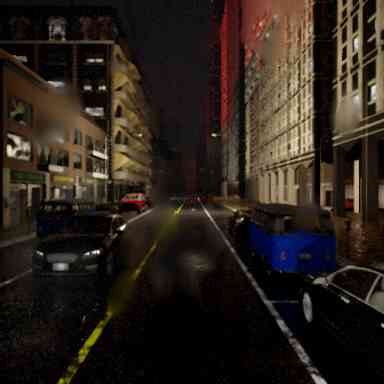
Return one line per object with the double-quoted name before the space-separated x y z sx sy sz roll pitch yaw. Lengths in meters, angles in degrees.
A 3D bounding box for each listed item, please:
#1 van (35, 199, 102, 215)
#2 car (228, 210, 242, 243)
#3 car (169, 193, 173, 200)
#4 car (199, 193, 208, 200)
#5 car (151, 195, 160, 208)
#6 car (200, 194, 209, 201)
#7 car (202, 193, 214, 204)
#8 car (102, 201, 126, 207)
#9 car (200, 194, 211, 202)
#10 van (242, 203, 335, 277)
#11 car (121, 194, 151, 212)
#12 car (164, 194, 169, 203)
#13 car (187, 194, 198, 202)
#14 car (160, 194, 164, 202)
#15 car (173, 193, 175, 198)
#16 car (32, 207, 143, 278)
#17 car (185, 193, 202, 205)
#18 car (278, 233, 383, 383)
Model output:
"van" -5.682 1.243 15.412 1.690 1.788 3.998 0 0 0
"car" 2.698 1.467 15.410 1.947 1.339 4.313 0 0 0
"car" -5.657 1.117 71.899 1.887 1.381 4.507 0 0 0
"car" 2.725 0.982 77.542 1.967 1.590 4.097 0 0 0
"car" -5.670 1.296 43.656 1.947 1.339 4.313 0 0 0
"car" 2.722 1.154 71.895 1.802 1.307 4.206 0 0 0
"car" 2.715 1.247 54.949 1.802 1.307 4.206 0 0 0
"car" -5.680 1.448 21.062 1.802 1.307 4.206 0 0 0
"car" 2.721 1.168 66.246 1.947 1.339 4.313 0 0 0
"van" 2.696 1.278 9.760 1.690 1.788 3.998 0 0 0
"car" -5.675 1.113 32.358 2.192 1.841 5.009 0 0 0
"car" -5.663 1.160 60.431 1.752 1.417 4.829 0 0 0
"car" 0.029 1.184 63.075 1.994 1.385 4.181 0 0 0
"car" -5.667 1.248 49.304 2.008 1.369 4.403 0 0 0
"car" -5.648 1.019 94.493 1.947 1.339 4.313 0 0 0
"car" -2.995 1.427 10.043 2.128 1.511 4.902 0 0 0
"car" 0.024 1.170 52.655 2.128 1.511 4.902 0 0 0
"car" 2.693 1.523 4.113 2.008 1.369 4.403 0 0 0
